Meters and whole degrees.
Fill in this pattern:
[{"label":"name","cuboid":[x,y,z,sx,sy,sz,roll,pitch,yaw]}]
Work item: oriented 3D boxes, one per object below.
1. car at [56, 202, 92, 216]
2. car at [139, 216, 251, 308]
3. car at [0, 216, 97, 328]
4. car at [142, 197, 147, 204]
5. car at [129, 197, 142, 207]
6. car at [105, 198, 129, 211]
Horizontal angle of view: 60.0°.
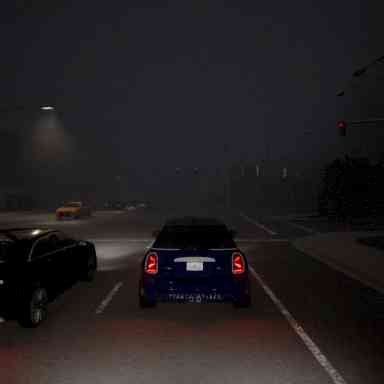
[{"label":"car","cuboid":[-10.657,1.676,30.285,1.882,1.535,5.008,0,-1,0]},{"label":"car","cuboid":[0.057,1.364,8.112,2.097,1.767,4.553,0,0,0]},{"label":"car","cuboid":[-3.448,1.503,6.971,2.128,1.511,4.902,0,0,0]},{"label":"car","cuboid":[-10.640,1.764,70.329,2.128,1.511,4.902,0,1,0]},{"label":"car","cuboid":[-10.692,1.861,58.883,2.128,1.511,4.902,0,1,0]},{"label":"car","cuboid":[-10.685,1.703,46.558,2.097,1.767,4.553,0,0,0]}]
